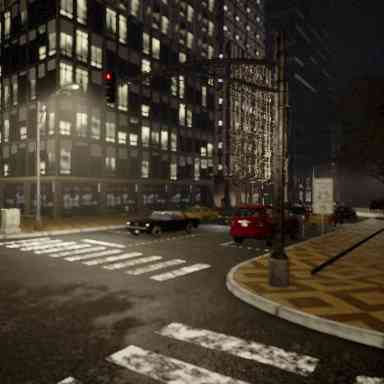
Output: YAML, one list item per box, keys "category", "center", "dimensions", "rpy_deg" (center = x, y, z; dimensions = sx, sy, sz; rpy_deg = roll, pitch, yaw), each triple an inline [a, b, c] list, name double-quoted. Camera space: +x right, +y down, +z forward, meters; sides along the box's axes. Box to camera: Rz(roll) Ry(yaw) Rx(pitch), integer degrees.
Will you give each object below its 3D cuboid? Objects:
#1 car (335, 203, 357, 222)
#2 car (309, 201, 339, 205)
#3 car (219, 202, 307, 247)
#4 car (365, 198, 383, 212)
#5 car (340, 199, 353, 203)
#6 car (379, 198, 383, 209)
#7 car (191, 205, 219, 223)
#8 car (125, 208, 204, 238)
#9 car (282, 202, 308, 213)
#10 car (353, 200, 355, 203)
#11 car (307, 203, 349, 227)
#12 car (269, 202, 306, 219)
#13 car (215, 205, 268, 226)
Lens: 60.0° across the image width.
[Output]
- category: "car"
  center: [13.819, 1.988, 30.397]
  dimensions: [1.802, 1.307, 4.206]
  rpy_deg: [0, 0, 37]
- category: "car"
  center: [12.640, 1.886, 33.149]
  dimensions: [2.128, 1.511, 4.902]
  rpy_deg: [1, 0, 37]
- category: "car"
  center: [3.750, 1.574, 16.801]
  dimensions: [2.192, 1.841, 5.009]
  rpy_deg: [0, 0, 37]
- category: "car"
  center: [27.247, 1.912, 48.529]
  dimensions: [2.192, 1.841, 5.009]
  rpy_deg: [0, 0, 37]
- category: "car"
  center: [30.568, 2.237, 67.094]
  dimensions: [1.802, 1.307, 4.206]
  rpy_deg: [0, 0, 37]
- category: "car"
  center: [33.961, 2.004, 57.594]
  dimensions: [2.192, 1.841, 5.009]
  rpy_deg: [0, 0, 37]
- category: "car"
  center: [0.267, 1.752, 26.181]
  dimensions: [1.752, 1.417, 4.829]
  rpy_deg: [0, 0, 37]
- category: "car"
  center: [-1.605, 1.794, 19.290]
  dimensions: [1.895, 1.301, 4.718]
  rpy_deg: [1, 0, 37]
- category: "car"
  center: [13.791, 1.988, 44.440]
  dimensions: [1.947, 1.339, 4.313]
  rpy_deg: [0, 0, 37]
- category: "car"
  center: [33.923, 2.252, 71.625]
  dimensions: [2.008, 1.369, 4.403]
  rpy_deg: [0, 0, 37]
- category: "car"
  center: [10.563, 1.884, 26.001]
  dimensions: [1.752, 1.417, 4.829]
  rpy_deg: [0, 0, 37]
- category: "car"
  center: [10.121, 1.856, 35.105]
  dimensions: [2.128, 1.511, 4.902]
  rpy_deg: [1, 0, 37]
- category: "car"
  center: [4.149, 1.825, 27.068]
  dimensions: [2.033, 1.411, 5.357]
  rpy_deg: [1, 0, 36]
